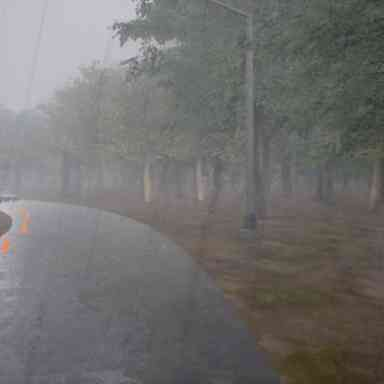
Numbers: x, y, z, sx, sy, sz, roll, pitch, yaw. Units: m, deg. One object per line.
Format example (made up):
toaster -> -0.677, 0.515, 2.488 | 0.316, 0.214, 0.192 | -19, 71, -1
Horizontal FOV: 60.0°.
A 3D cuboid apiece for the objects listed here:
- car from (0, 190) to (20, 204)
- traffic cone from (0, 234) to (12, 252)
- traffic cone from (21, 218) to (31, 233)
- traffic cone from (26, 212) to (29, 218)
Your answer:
car -> -21.524, 0.475, 37.388 | 5.357, 1.411, 2.033 | 2, 3, 35
traffic cone -> -6.800, 1.851, 12.179 | 0.340, 0.580, 0.340 | -1, 2, -16
traffic cone -> -8.353, 1.728, 16.635 | 0.340, 0.580, 0.340 | -1, 2, -22
traffic cone -> -10.349, 1.570, 20.910 | 0.340, 0.580, 0.340 | -1, 3, -28
